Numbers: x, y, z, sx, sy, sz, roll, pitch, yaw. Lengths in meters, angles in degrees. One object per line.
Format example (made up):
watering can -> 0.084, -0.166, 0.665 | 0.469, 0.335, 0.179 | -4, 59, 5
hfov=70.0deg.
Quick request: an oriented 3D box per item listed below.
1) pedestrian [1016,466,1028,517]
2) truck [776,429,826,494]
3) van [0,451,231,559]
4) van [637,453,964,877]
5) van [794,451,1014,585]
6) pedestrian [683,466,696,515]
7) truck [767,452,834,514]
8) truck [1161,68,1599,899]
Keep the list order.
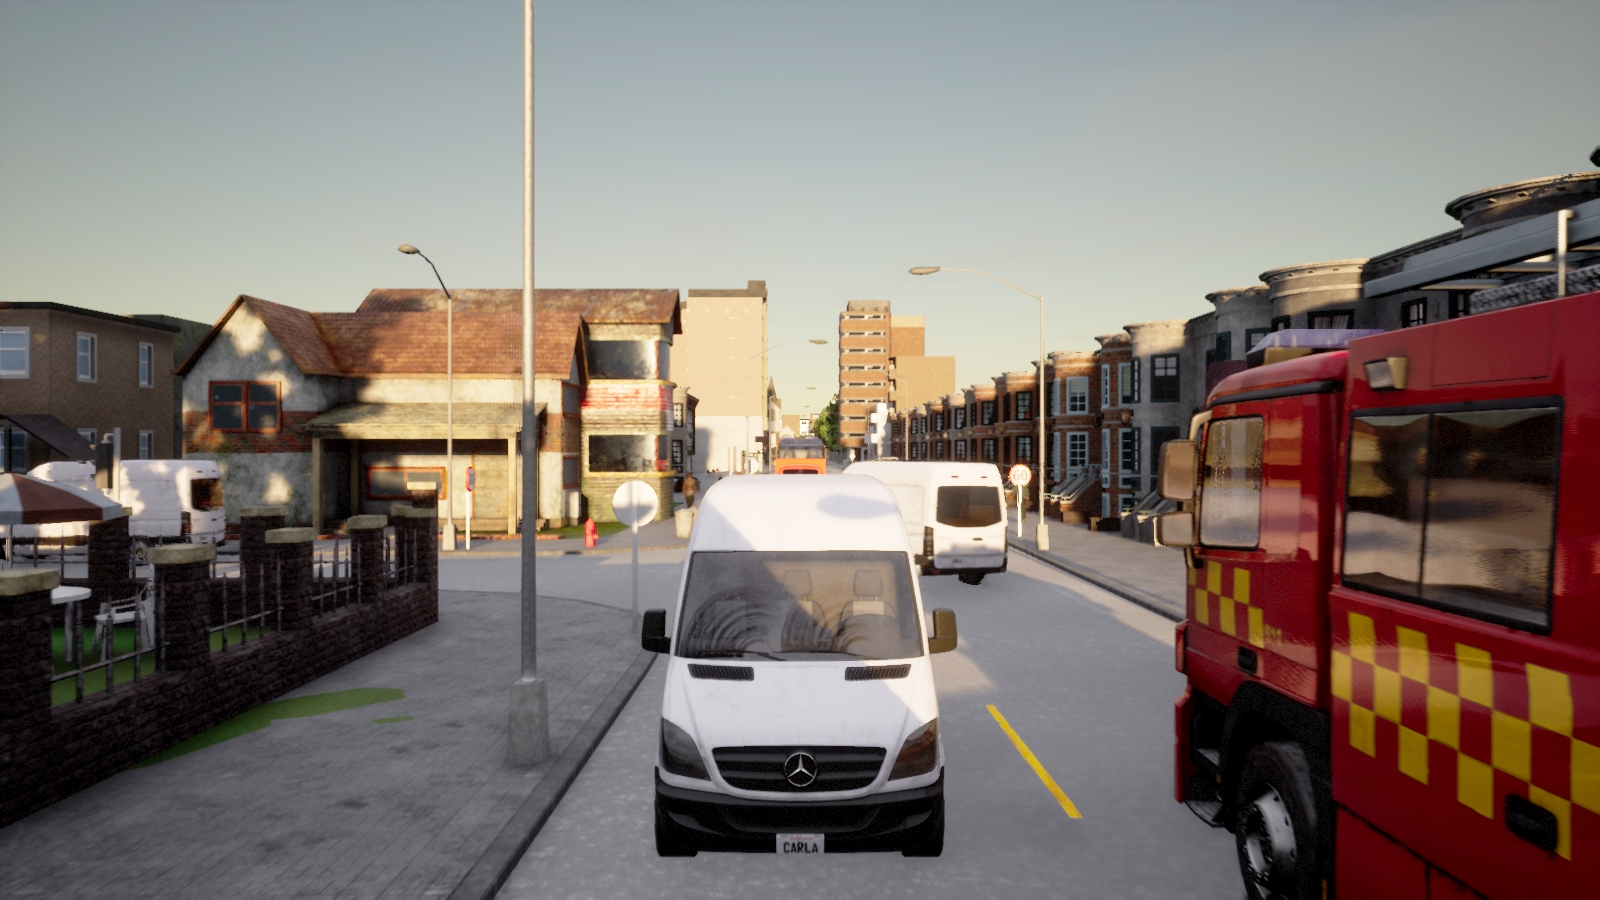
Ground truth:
pedestrian -> 8.111, 1.527, 41.786 | 0.375, 1.860, 0.375 | 0, 0, -1
truck -> 0.039, 0.669, 71.208 | 2.891, 3.827, 8.468 | 0, 0, 0
van -> -17.554, 1.315, 28.329 | 5.915, 2.561, 1.988 | 0, 0, 0
van -> 0.003, 1.315, 9.896 | 1.988, 2.561, 5.915 | 0, 0, 0
van -> 2.058, 1.315, 25.017 | 1.988, 2.561, 5.915 | 1, 0, -26
pedestrian -> -4.214, 1.527, 43.673 | 0.375, 1.860, 0.375 | 0, 0, 17
truck -> 0.012, 1.366, 47.869 | 2.627, 2.467, 5.204 | 0, -1, 0
truck -> 4.047, 0.670, 3.911 | 2.891, 3.827, 8.468 | 0, 0, 0
